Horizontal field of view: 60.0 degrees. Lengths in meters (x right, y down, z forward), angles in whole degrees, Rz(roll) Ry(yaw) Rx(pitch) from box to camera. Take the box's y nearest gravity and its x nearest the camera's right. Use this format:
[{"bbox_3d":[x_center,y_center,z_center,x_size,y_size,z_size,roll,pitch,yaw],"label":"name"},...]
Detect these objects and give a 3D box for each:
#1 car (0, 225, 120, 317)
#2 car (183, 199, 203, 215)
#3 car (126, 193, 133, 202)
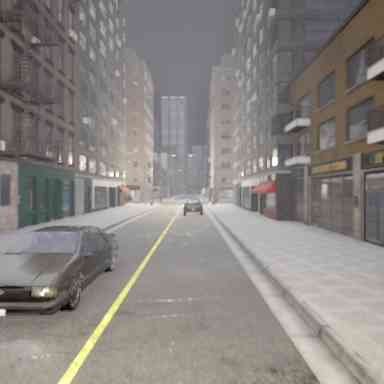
[{"bbox_3d":[-3.094,1.528,7.948,2.033,1.411,5.357,0,0,0],"label":"car"},{"bbox_3d":[0.123,1.430,33.021,2.128,1.511,4.902,0,0,0],"label":"car"},{"bbox_3d":[-14.845,1.224,69.250,5.009,1.841,2.192,0,0,0],"label":"car"}]
